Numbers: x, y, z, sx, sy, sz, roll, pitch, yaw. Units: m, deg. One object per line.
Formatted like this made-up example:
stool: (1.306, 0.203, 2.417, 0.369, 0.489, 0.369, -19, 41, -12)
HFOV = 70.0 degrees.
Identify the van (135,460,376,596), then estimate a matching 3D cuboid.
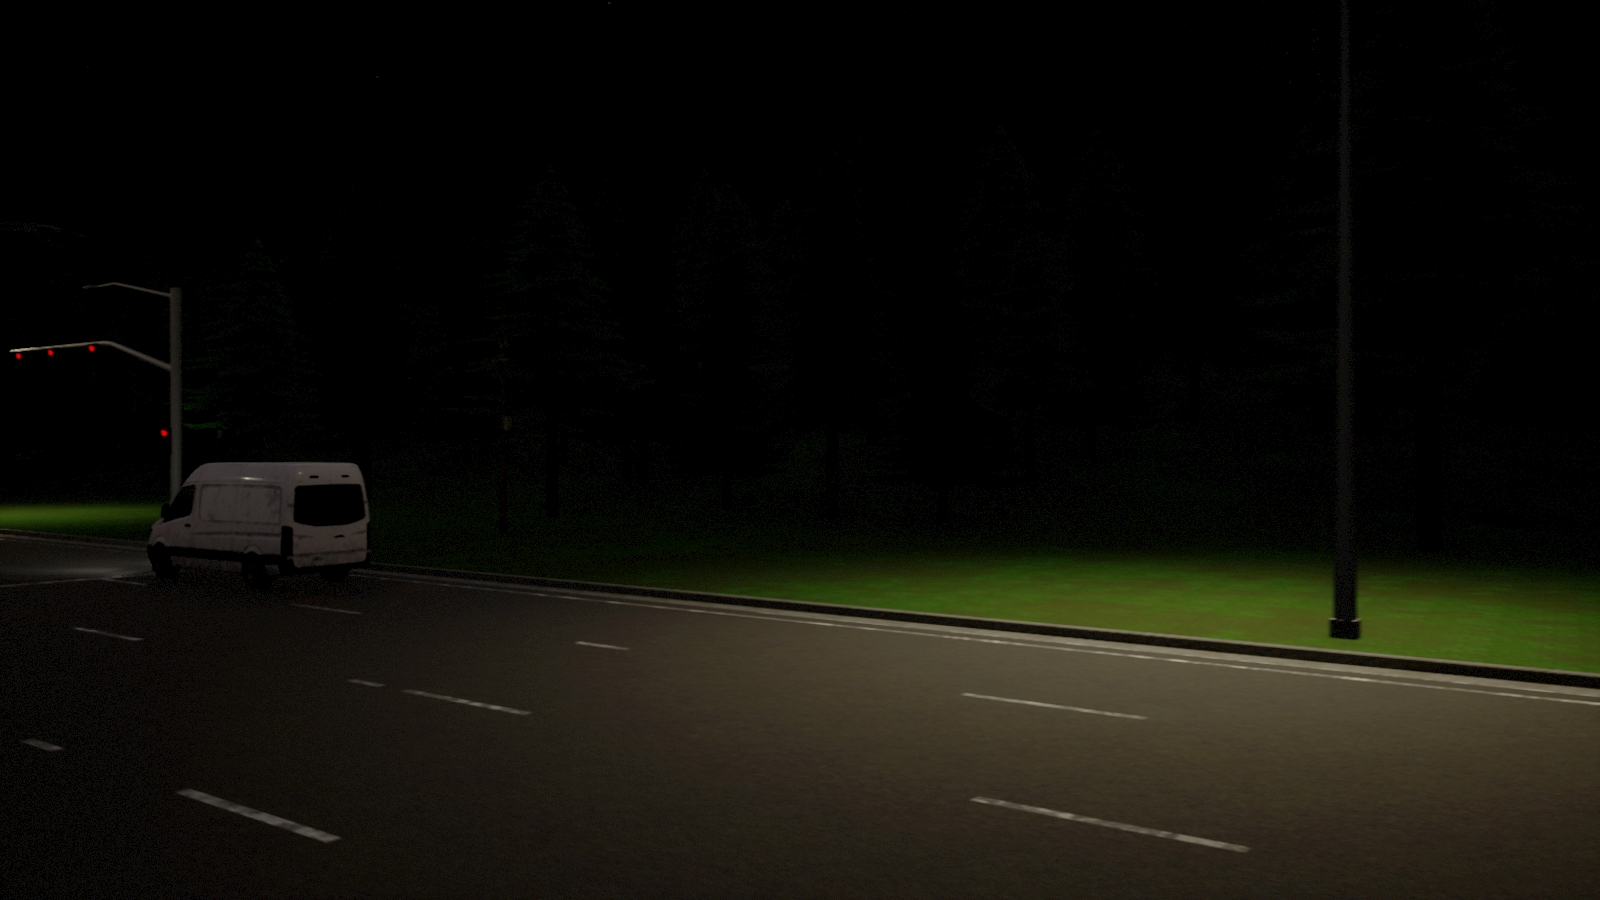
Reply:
van: (-11.829, 1.533, 24.642, 5.915, 2.561, 1.988, 0, 0, 35)
